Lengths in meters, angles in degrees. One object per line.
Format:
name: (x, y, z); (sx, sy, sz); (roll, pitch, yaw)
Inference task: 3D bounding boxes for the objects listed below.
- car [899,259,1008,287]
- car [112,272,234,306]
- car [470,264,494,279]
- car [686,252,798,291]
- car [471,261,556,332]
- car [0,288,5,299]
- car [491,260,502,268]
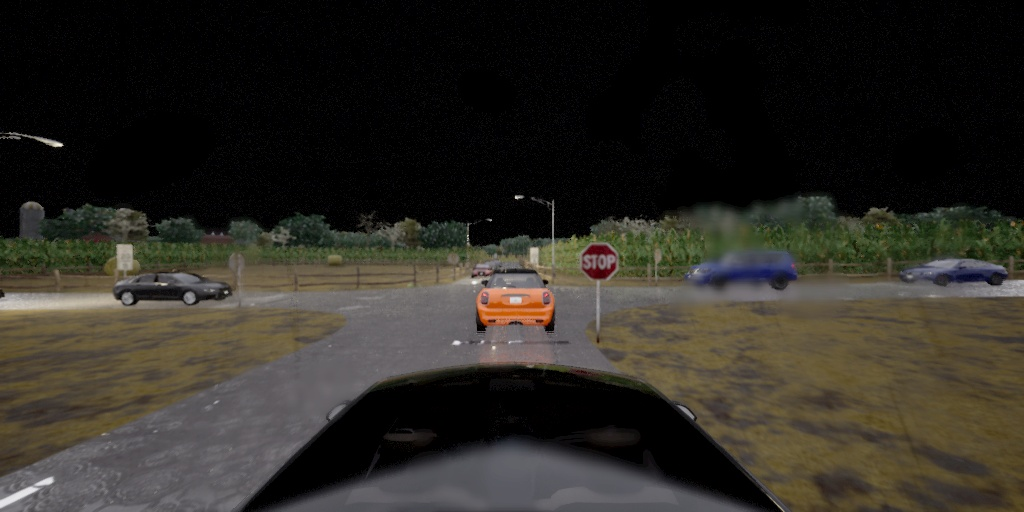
car: (24.733, 0.903, 20.138); (4.674, 1.442, 1.812); (-1, 1, 0)
car: (-16.176, 1.526, 17.269); (4.892, 1.490, 1.837); (-1, 1, 1)
car: (-2.838, 1.468, 35.110); (1.994, 1.385, 4.181); (0, 0, 0)
car: (12.810, 0.824, 20.130); (5.566, 2.045, 2.150); (-1, 1, -1)
car: (0.094, 1.161, 11.227); (2.097, 1.767, 4.553); (0, 0, 0)
car: (-27.605, 1.642, 17.309); (4.181, 1.385, 1.994); (0, 1, 0)
car: (-2.748, 1.451, 65.238); (1.837, 1.490, 4.892); (0, -1, 0)
